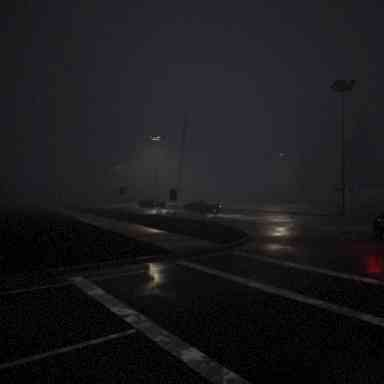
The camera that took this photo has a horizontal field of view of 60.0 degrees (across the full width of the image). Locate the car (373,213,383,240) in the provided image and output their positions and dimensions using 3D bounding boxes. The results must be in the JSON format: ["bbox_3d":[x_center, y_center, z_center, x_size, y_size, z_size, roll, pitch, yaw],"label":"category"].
[{"bbox_3d":[10.281,1.421,15.395,4.902,1.511,2.128,0,0,-36],"label":"car"}]

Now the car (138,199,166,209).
[{"bbox_3d":[-5.273,1.514,43.756,1.895,1.301,4.718,0,0,-34],"label":"car"}]

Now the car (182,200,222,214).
[{"bbox_3d":[1.031,1.515,34.673,1.895,1.301,4.718,0,0,-35],"label":"car"}]
